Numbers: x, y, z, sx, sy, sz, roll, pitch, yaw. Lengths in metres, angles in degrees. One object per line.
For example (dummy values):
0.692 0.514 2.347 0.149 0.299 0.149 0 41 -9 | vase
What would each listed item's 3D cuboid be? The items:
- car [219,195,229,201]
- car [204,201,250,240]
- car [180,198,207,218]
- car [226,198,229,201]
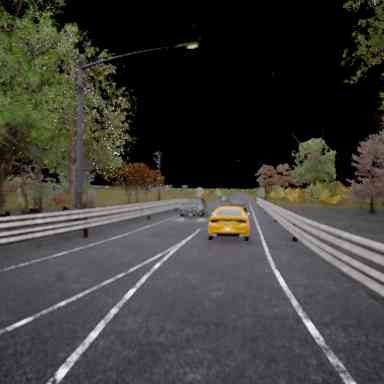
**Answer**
6.756 1.440 70.005 2.128 1.511 4.902 0 0 9 | car
1.962 1.483 17.209 1.882 1.535 5.008 0 0 8 | car
0.248 1.326 30.136 2.097 1.767 4.553 0 0 9 | car
4.993 1.591 36.392 1.895 1.301 4.718 1 0 9 | car
